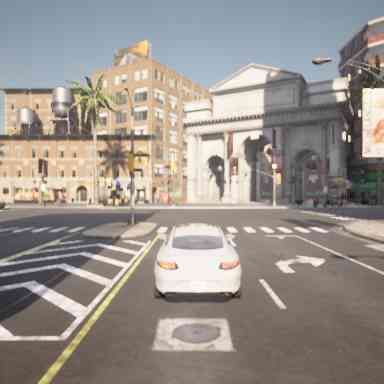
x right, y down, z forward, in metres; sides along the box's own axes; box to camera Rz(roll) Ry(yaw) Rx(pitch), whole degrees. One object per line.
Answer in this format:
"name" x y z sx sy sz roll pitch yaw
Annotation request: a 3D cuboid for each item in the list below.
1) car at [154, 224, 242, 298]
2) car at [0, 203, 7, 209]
"car" 0.117 1.518 8.362 1.812 1.442 4.674 0 0 0
"car" -25.640 1.565 40.953 4.718 1.301 1.895 0 0 1
